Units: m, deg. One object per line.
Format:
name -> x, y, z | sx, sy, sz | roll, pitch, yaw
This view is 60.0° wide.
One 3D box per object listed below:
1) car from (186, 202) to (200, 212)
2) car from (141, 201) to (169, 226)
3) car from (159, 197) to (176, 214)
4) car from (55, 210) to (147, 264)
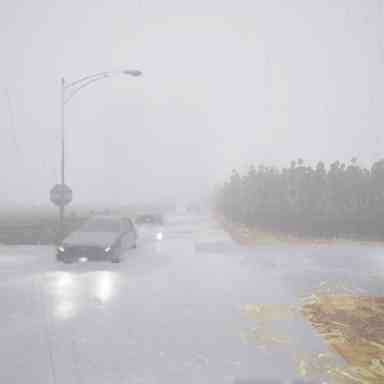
car -> 0.122, 2.031, 44.905 | 1.895, 1.301, 4.718 | 0, 0, 0
car -> -3.185, 1.768, 26.539 | 1.882, 1.535, 5.008 | 0, -1, 0
car -> -3.144, 1.631, 41.119 | 2.150, 2.045, 5.566 | 0, 0, 1
car -> -3.191, 1.627, 12.443 | 2.033, 1.411, 5.357 | 0, 0, 0
